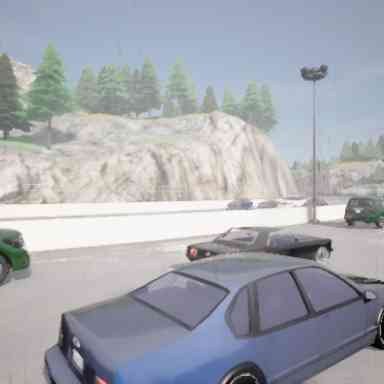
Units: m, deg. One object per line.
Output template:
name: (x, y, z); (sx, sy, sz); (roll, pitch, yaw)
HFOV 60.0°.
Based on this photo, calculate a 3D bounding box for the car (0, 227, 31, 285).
car: (-6.782, 1.272, 7.575); (5.566, 2.045, 2.150); (0, 0, -35)

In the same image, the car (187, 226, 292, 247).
car: (2.225, 1.663, 9.895); (4.718, 1.301, 1.895); (0, 0, -38)

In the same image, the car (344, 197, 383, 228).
car: (12.771, 1.364, 23.473); (5.566, 2.045, 2.150); (0, 0, -43)

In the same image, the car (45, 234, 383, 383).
car: (0.981, 1.577, 4.532); (5.357, 1.411, 2.033); (0, 0, -37)

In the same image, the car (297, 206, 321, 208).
car: (15.297, 1.603, 41.221); (2.097, 1.767, 4.553); (0, 0, 42)
